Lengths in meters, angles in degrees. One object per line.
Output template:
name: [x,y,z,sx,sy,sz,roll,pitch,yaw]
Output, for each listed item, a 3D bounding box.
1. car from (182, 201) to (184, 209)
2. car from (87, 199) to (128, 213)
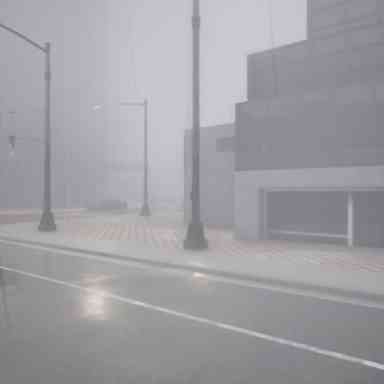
car: [0.783,1.391,45.212,2.097,1.767,4.553,0,0,40]
car: [-9.429,1.538,37.403,1.837,1.490,4.892,0,0,36]
